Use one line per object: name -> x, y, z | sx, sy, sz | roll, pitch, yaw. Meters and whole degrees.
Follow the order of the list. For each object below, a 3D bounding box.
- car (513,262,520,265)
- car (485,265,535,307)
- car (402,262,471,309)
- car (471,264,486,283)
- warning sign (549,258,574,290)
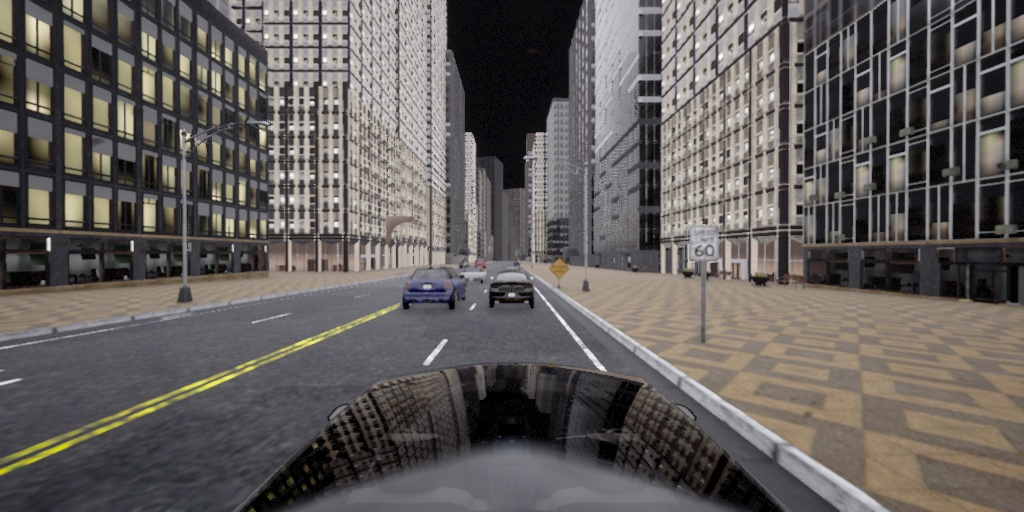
car -> -0.015, 1.521, 31.155 | 2.128, 1.511, 4.902 | 0, 0, 0
car -> -0.003, 1.366, 16.329 | 1.882, 1.535, 5.008 | 0, 0, 0
car -> -3.257, 1.234, 15.921 | 2.097, 1.767, 4.553 | 0, -1, 0
car -> -3.268, 1.628, 30.955 | 1.895, 1.301, 4.718 | 0, -1, 0
warning sign -> 2.836, 1.054, 21.681 | 1.300, 1.860, 1.060 | 0, 0, 0
